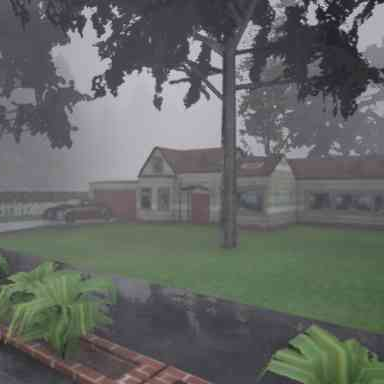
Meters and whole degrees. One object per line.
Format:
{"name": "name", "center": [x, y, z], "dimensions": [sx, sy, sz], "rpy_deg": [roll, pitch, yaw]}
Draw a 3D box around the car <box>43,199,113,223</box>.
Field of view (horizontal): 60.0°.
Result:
{"name": "car", "center": [-6.972, 1.119, 20.624], "dimensions": [1.994, 1.381, 4.181], "rpy_deg": [1, 0, 36]}
